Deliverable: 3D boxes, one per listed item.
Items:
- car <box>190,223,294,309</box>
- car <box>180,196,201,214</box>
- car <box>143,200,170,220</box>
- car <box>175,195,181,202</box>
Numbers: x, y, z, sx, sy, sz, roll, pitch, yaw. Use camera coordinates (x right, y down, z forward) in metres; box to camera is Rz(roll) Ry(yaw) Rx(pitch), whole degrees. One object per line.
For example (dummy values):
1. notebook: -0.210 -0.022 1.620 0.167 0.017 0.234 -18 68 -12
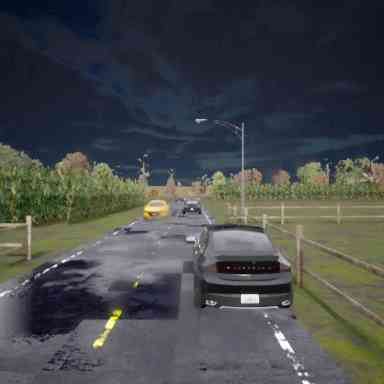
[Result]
1. car: 0.947 1.503 7.874 1.837 1.490 4.892 0 0 0
2. car: 0.012 1.506 34.862 1.812 1.442 4.674 0 0 0
3. car: -2.904 1.465 28.133 1.882 1.535 5.008 0 0 0
4. car: -2.892 1.479 75.561 1.994 1.385 4.181 0 0 0
